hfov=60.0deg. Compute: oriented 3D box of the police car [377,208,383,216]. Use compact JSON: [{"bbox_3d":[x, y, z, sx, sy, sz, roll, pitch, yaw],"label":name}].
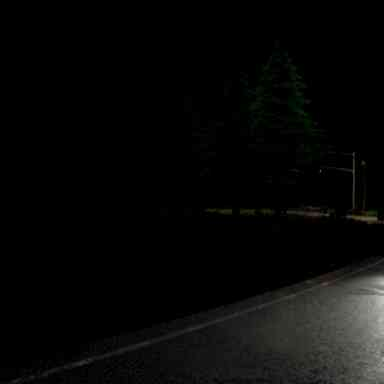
[{"bbox_3d":[18.721,1.921,29.951,2.038,1.542,4.974,1,-1,-3],"label":"police car"}]
